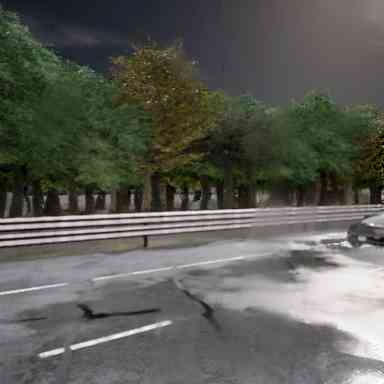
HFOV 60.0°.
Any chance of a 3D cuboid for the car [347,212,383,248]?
[{"bbox_3d":[8.173,1.544,13.477,4.674,1.442,1.812,0,0,-33],"label":"car"}]
